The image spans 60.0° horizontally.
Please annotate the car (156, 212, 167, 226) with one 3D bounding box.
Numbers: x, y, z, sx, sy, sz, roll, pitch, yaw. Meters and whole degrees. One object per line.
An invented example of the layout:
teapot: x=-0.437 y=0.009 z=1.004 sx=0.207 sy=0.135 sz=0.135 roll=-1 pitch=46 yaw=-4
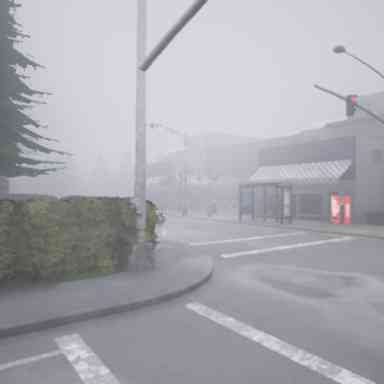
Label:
car: x=-3.550 y=1.522 z=22.051 sx=1.895 sy=1.301 sz=4.718 roll=1 pitch=0 yaw=-35
